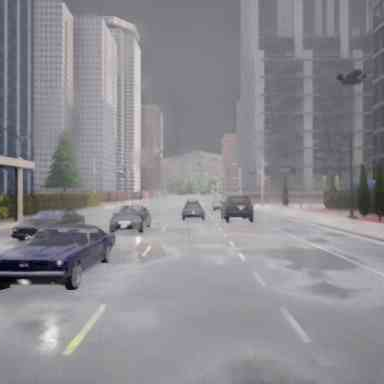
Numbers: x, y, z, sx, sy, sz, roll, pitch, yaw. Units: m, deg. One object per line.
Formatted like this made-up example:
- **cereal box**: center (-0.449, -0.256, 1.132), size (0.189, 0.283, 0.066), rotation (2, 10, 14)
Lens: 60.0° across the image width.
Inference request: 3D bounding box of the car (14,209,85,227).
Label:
- **car**: center (-7.071, 1.588, 17.140), size (2.033, 1.411, 5.357), rotation (0, 0, 0)

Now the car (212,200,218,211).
- **car**: center (3.565, 1.700, 43.097), size (1.895, 1.301, 4.718), rotation (0, 0, 0)

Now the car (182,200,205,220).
- **car**: center (0.107, 1.631, 28.924), size (1.994, 1.385, 4.181), rotation (0, 0, 0)

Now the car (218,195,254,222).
- **car**: center (3.606, 1.287, 27.089), size (2.150, 2.045, 5.566), rotation (0, 0, 0)

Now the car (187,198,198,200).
- **car**: center (0.067, 1.594, 44.057), size (2.128, 1.511, 4.902), rotation (0, 0, 0)

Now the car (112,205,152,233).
- **car**: center (-3.562, 1.538, 19.994), size (2.128, 1.511, 4.902), rotation (0, 0, 0)

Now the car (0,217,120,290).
- **car**: center (-3.572, 1.623, 9.314), size (1.895, 1.301, 4.718), rotation (0, 0, 0)
